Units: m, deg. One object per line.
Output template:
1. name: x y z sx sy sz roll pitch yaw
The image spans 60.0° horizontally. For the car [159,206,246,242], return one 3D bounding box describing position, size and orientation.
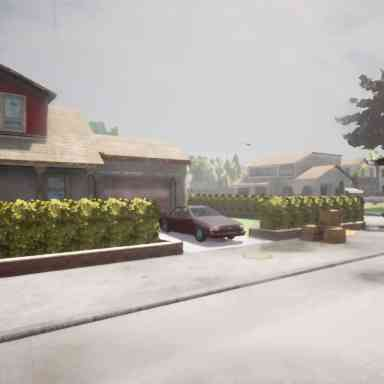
1. car: 0.116 1.355 15.491 2.033 1.415 5.357 0 0 -33
